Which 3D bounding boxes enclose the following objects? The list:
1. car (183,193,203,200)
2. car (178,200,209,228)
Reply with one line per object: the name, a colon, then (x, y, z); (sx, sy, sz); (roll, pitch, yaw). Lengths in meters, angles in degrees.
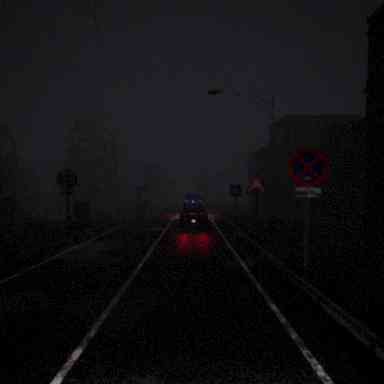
car: (0.097, 1.171, 40.730); (2.150, 2.045, 5.566); (0, 1, 0)
car: (0.096, 1.557, 22.552); (2.128, 1.511, 4.902); (0, 0, 0)
